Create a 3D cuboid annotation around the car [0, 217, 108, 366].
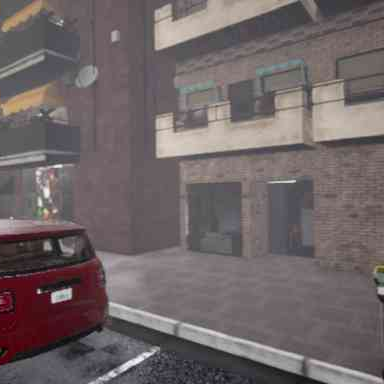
[{"bbox_3d":[-3.509,1.341,5.394,5.009,1.841,2.192,0,-1,36],"label":"car"}]
